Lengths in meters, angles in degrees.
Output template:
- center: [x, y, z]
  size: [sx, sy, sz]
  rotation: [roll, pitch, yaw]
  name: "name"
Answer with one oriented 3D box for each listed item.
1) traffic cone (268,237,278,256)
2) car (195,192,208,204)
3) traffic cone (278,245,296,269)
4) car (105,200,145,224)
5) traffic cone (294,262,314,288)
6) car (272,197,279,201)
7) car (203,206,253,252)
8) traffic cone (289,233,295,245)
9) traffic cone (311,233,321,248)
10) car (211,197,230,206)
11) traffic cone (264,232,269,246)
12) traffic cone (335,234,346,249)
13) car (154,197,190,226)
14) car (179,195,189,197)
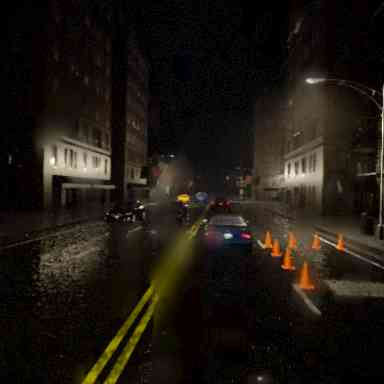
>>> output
- center: [3.060, 1.989, 12.069]
  size: [0.340, 0.580, 0.340]
  rotation: [1, 0, 4]
  name: "traffic cone"
- center: [1.900, 1.101, 63.703]
  size: [2.150, 2.045, 5.566]
  rotation: [1, 0, 5]
  name: "car"
- center: [2.907, 1.991, 10.075]
  size: [0.340, 0.580, 0.340]
  rotation: [1, 0, 4]
  name: "traffic cone"
- center: [-4.555, 1.344, 23.331]
  size: [1.837, 1.490, 4.892]
  rotation: [1, 0, 4]
  name: "car"
- center: [2.753, 1.993, 8.081]
  size: [0.340, 0.580, 0.340]
  rotation: [1, 0, 4]
  name: "traffic cone"
- center: [22.481, 1.865, 84.787]
  size: [4.313, 1.339, 1.947]
  rotation: [1, 0, 5]
  name: "car"
- center: [1.438, 1.541, 13.931]
  size: [2.033, 1.411, 5.357]
  rotation: [1, 0, 4]
  name: "car"
- center: [4.210, 2.008, 13.987]
  size: [0.340, 0.580, 0.340]
  rotation: [1, 0, 4]
  name: "traffic cone"
- center: [5.207, 2.030, 13.910]
  size: [0.340, 0.580, 0.340]
  rotation: [1, 0, 4]
  name: "traffic cone"
- center: [3.329, 1.322, 38.453]
  size: [2.097, 1.767, 4.553]
  rotation: [1, 0, 4]
  name: "car"
- center: [3.213, 1.987, 14.063]
  size: [0.340, 0.580, 0.340]
  rotation: [1, 0, 4]
  name: "traffic cone"
- center: [6.204, 2.052, 13.833]
  size: [0.340, 0.580, 0.340]
  rotation: [1, 0, 4]
  name: "traffic cone"
- center: [-1.341, 1.388, 22.738]
  size: [1.882, 1.535, 5.008]
  rotation: [1, 0, 4]
  name: "car"
- center: [-1.523, 1.286, 61.816]
  size: [1.882, 1.535, 5.008]
  rotation: [1, 0, 5]
  name: "car"
